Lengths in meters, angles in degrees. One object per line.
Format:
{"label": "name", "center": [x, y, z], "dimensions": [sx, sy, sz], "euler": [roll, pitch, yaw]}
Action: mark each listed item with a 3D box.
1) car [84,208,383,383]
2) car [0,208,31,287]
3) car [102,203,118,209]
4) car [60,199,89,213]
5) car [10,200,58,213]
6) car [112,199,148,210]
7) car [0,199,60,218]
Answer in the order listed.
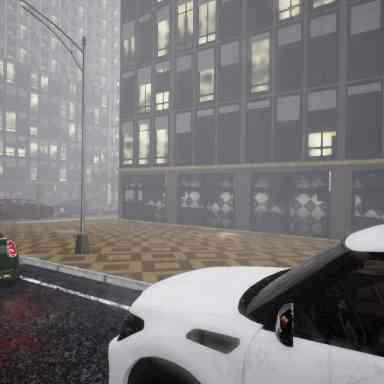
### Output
{"label": "car", "center": [1.864, 1.222, 2.352], "dimensions": [5.566, 2.045, 2.150], "euler": [0, 0, 36]}
{"label": "car", "center": [-6.211, 1.348, 8.090], "dimensions": [4.553, 1.767, 2.097], "euler": [0, 0, 35]}
{"label": "car", "center": [-8.386, 1.830, 39.428], "dimensions": [1.752, 1.417, 4.829], "euler": [1, 0, 36]}
{"label": "car", "center": [-14.899, 1.689, 40.329], "dimensions": [1.837, 1.490, 4.892], "euler": [1, 0, 37]}
{"label": "car", "center": [-18.681, 1.642, 39.576], "dimensions": [1.752, 1.417, 4.829], "euler": [1, 0, 36]}
{"label": "car", "center": [-8.965, 1.763, 48.382], "dimensions": [2.128, 1.511, 4.902], "euler": [1, 0, 36]}
{"label": "car", "center": [-15.170, 1.519, 30.206], "dimensions": [2.192, 1.841, 5.009], "euler": [1, 0, 36]}
